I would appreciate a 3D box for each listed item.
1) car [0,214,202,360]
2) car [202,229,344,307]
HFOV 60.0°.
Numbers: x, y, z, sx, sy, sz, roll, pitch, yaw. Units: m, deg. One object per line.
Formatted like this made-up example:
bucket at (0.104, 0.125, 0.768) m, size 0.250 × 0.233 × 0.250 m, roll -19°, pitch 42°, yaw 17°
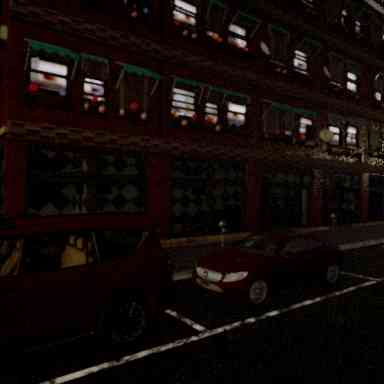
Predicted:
car at (-2.565, 1.316, 4.712) m, size 5.009 × 1.841 × 2.192 m, roll 0°, pitch 1°, yaw -35°
car at (1.969, 1.588, 7.949) m, size 4.206 × 1.307 × 1.802 m, roll 0°, pitch 1°, yaw -35°
